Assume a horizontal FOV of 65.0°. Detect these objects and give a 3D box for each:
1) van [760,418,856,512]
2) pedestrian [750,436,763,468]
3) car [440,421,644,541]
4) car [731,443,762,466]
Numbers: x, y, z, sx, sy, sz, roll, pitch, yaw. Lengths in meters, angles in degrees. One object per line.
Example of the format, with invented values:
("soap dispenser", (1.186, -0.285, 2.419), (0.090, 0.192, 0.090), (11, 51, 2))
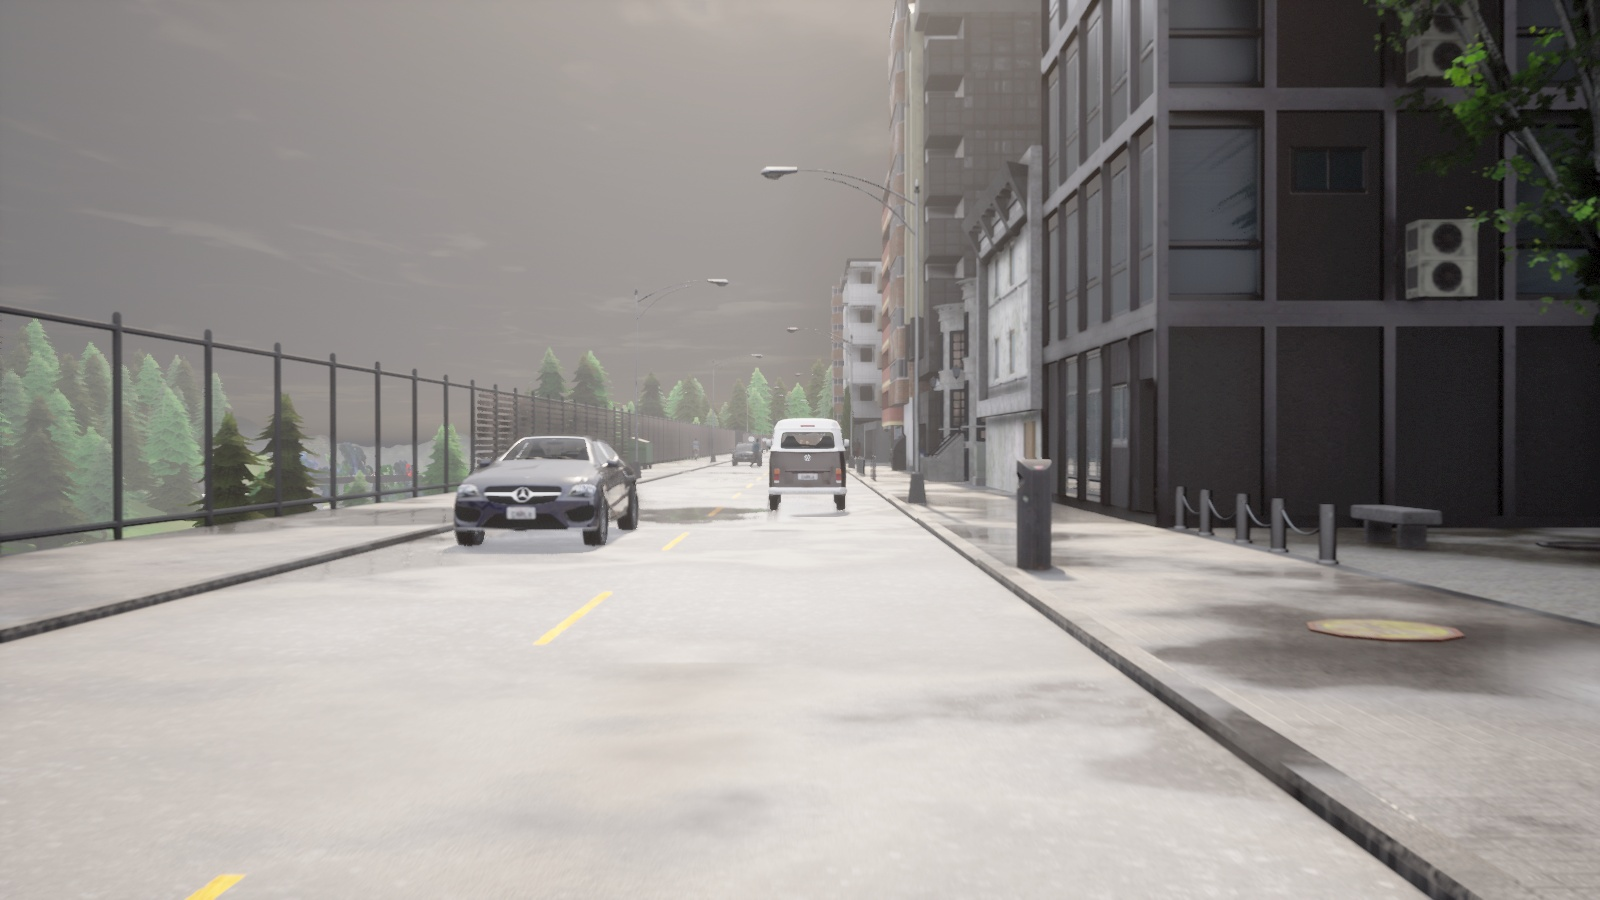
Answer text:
("van", (0.179, 0.304, 29.399), (2.069, 2.038, 4.480), (0, 0, 0))
("pedestrian", (-2.577, 0.121, 74.907), (0.692, 1.930, 0.396), (0, 0, 34))
("car", (-3.873, 0.410, 19.829), (2.152, 1.651, 5.027), (0, 0, 0))
("car", (-3.520, 0.278, 83.528), (1.837, 1.490, 4.892), (0, 0, 0))
